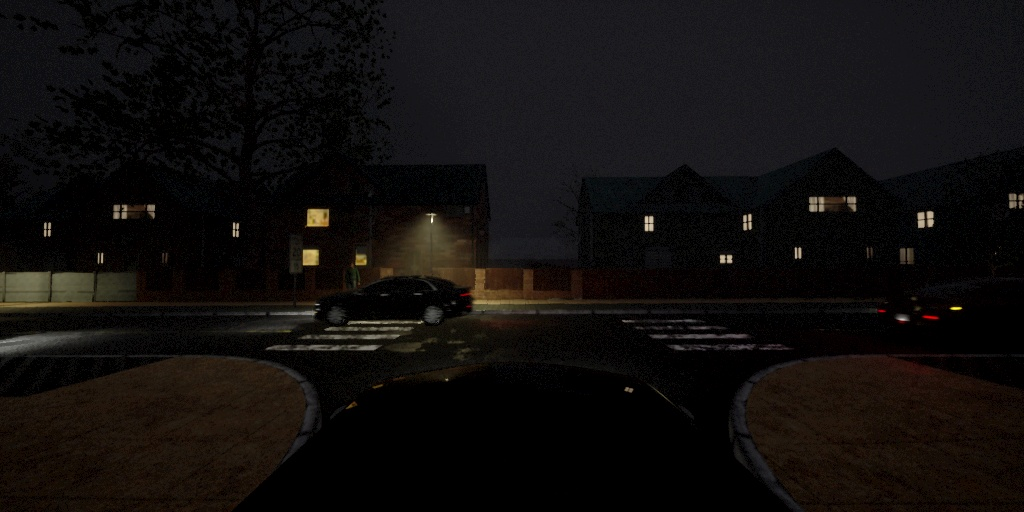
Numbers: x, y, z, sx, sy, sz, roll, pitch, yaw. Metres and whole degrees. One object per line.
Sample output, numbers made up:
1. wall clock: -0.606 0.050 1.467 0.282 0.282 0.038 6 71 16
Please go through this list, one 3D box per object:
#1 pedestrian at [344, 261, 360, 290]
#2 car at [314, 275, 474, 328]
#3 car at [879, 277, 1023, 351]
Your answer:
1. pedestrian: -6.447 1.113 14.410 0.375 1.860 0.375 0 -1 2
2. car: -3.663 1.374 11.402 4.892 1.490 1.837 -1 -1 2
3. car: 11.067 1.188 7.991 4.674 1.442 1.812 0 -1 2
